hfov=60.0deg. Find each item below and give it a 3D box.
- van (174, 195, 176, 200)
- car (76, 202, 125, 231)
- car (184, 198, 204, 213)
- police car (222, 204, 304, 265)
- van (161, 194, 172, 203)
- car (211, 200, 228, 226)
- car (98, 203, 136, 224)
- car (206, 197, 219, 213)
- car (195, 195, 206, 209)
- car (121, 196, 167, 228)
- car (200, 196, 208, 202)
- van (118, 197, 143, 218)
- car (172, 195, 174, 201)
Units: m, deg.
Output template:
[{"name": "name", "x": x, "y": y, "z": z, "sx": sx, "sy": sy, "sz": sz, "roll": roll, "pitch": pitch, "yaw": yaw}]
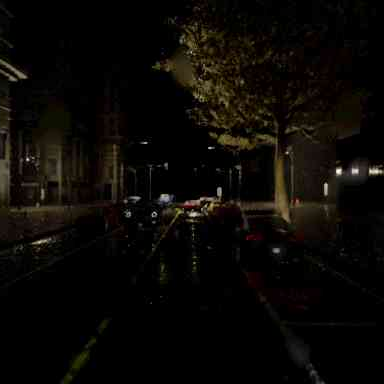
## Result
[{"name": "van", "x": -5.723, "y": 1.475, "z": 85.997, "sx": 1.690, "sy": 1.788, "sz": 3.998, "roll": 0, "pitch": 0, "yaw": 0}, {"name": "car", "x": -5.752, "y": 1.565, "z": 20.611, "sx": 1.887, "sy": 1.381, "sz": 4.507, "roll": 0, "pitch": 0, "yaw": 0}, {"name": "car", "x": 0.081, "y": 1.643, "z": 36.962, "sx": 1.895, "sy": 1.301, "sz": 4.718, "roll": 0, "pitch": 0, "yaw": 0}, {"name": "police car", "x": 2.374, "y": 1.436, "z": 11.921, "sx": 1.930, "sy": 1.638, "sz": 5.238, "roll": 0, "pitch": 0, "yaw": 0}, {"name": "van", "x": -5.736, "y": 1.439, "z": 69.422, "sx": 1.690, "sy": 1.788, "sz": 3.998, "roll": 0, "pitch": 0, "yaw": 0}, {"name": "car", "x": 2.777, "y": 1.572, "z": 26.250, "sx": 1.887, "sy": 1.381, "sz": 4.507, "roll": 0, "pitch": 0, "yaw": 0}, {"name": "car", "x": -5.748, "y": 1.593, "z": 26.025, "sx": 1.947, "sy": 1.339, "sz": 4.313, "roll": 0, "pitch": 0, "yaw": 0}, {"name": "car", "x": 2.790, "y": 1.568, "z": 37.000, "sx": 1.752, "sy": 1.417, "sz": 4.829, "roll": 0, "pitch": 0, "yaw": 0}, {"name": "car", "x": 2.835, "y": 1.515, "z": 46.826, "sx": 4.902, "sy": 1.511, "sz": 2.128, "roll": -2, "pitch": 1, "yaw": -26}, {"name": "car", "x": -3.082, "y": 1.374, "z": 22.110, "sx": 2.097, "sy": 1.767, "sz": 4.553, "roll": 0, "pitch": 0, "yaw": 0}, {"name": "car", "x": 2.826, "y": 1.667, "z": 80.449, "sx": 1.887, "sy": 1.381, "sz": 4.507, "roll": 0, "pitch": 0, "yaw": 0}, {"name": "van", "x": -5.746, "y": 1.375, "z": 31.438, "sx": 1.690, "sy": 1.788, "sz": 3.998, "roll": 0, "pitch": 0, "yaw": 0}, {"name": "car", "x": -5.731, "y": 1.654, "z": 74.947, "sx": 1.887, "sy": 1.381, "sz": 4.507, "roll": 0, "pitch": 0, "yaw": 0}]
